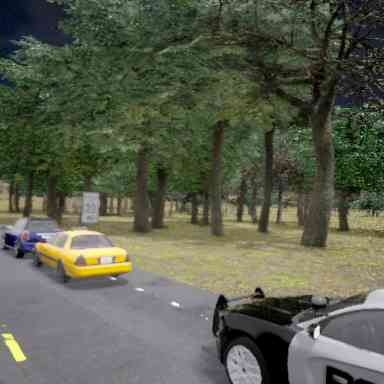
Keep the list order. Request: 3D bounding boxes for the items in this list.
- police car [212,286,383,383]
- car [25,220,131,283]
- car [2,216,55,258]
[{"bbox_3d":[2.269,1.667,3.388,1.930,1.638,5.238,4,-4,-38],"label":"police car"},{"bbox_3d":[-3.968,1.946,11.306,1.801,1.575,5.366,4,-4,-38],"label":"car"},{"bbox_3d":[-7.546,1.986,15.854,2.097,1.767,4.553,4,-4,-38],"label":"car"}]
